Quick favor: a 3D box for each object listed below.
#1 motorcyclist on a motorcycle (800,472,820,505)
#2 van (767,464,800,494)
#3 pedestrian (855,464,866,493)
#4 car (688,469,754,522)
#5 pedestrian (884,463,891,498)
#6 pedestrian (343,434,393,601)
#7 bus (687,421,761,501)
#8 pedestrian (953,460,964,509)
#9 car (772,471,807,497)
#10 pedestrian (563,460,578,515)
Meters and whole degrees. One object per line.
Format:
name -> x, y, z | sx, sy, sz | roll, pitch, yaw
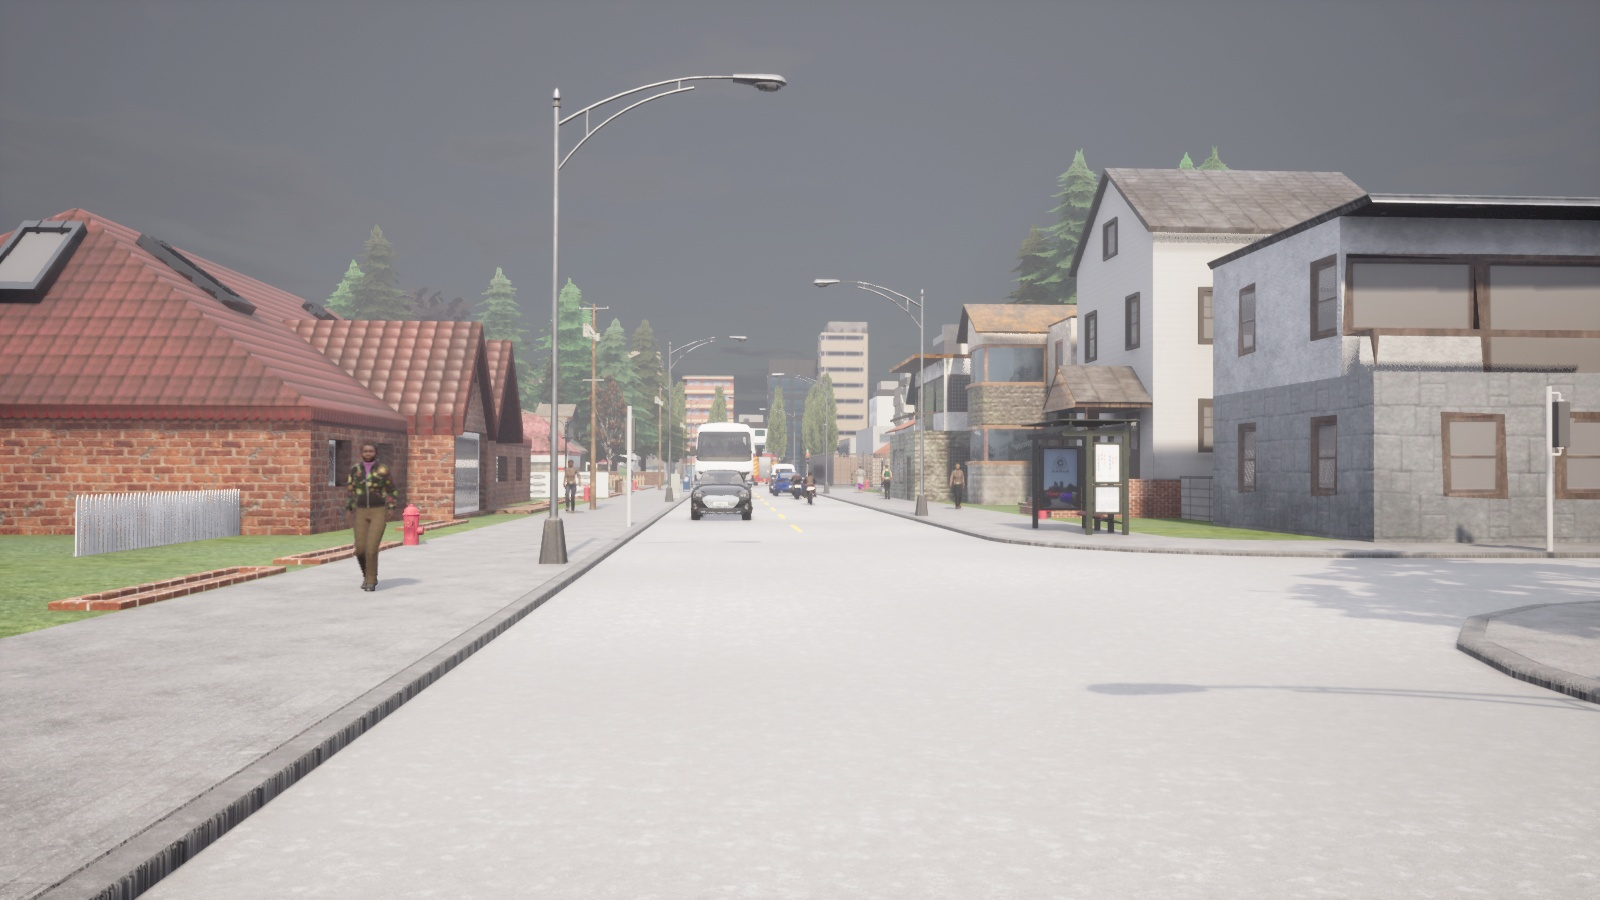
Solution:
motorcyclist on a motorcycle -> 0.455, 1.775, 58.540 | 0.797, 1.523, 2.044 | 0, -1, -3
van -> -1.204, 2.009, 87.578 | 2.069, 2.038, 4.480 | 0, -1, -4
pedestrian -> 4.057, 1.911, 83.810 | 0.659, 1.952, 0.873 | 0, -1, 0
car -> -2.542, 1.444, 41.159 | 2.033, 1.649, 4.856 | 0, -1, -3
pedestrian -> 4.566, 1.607, 65.765 | 0.345, 1.836, 0.594 | 0, -1, 1
pedestrian -> -5.127, 0.791, 14.925 | 0.395, 1.930, 0.692 | 0, -1, -4
bus -> -4.336, 0.663, 72.105 | 3.944, 4.253, 10.273 | 0, -1, -3
pedestrian -> 6.050, 1.304, 47.990 | 0.331, 1.846, 0.634 | 0, -1, 1
car -> -0.682, 2.107, 78.384 | 1.882, 1.535, 5.008 | 0, -1, -4
pedestrian -> -7.632, 1.254, 41.763 | 0.328, 1.805, 0.869 | 0, -1, 1
